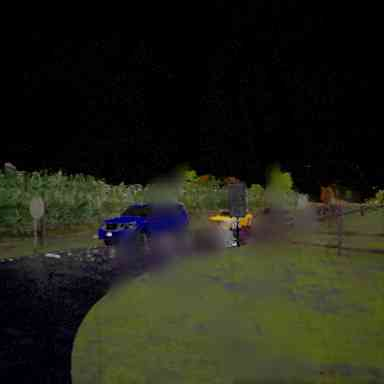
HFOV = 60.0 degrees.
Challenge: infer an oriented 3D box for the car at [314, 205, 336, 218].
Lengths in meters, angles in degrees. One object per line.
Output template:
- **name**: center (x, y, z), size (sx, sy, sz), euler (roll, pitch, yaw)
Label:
- **car**: center (16.532, 2.588, 42.276), size (1.994, 1.385, 4.181), euler (-2, -2, 32)

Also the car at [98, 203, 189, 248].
- **car**: center (-2.294, 1.624, 17.368), size (2.150, 2.045, 5.566), euler (-2, -2, 32)

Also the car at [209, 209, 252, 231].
- **car**: center (3.084, 2.102, 26.065), size (1.882, 1.535, 5.008), euler (-2, -2, 31)

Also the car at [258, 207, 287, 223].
- **car**: center (8.438, 2.354, 34.702), size (1.837, 1.490, 4.892), euler (-2, -2, 32)

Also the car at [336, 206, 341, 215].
- **car**: center (21.623, 2.774, 50.615), size (1.812, 1.442, 4.674), euler (-2, -2, 32)
